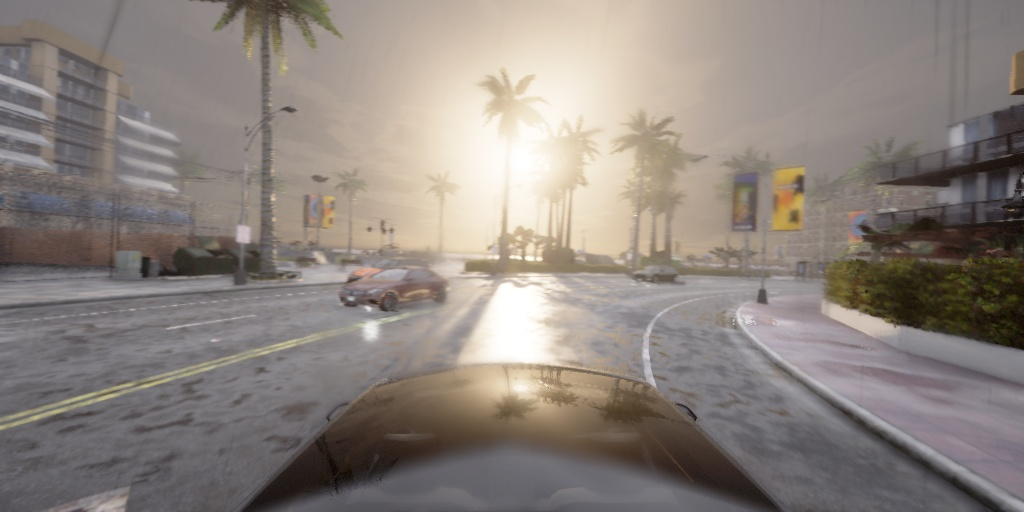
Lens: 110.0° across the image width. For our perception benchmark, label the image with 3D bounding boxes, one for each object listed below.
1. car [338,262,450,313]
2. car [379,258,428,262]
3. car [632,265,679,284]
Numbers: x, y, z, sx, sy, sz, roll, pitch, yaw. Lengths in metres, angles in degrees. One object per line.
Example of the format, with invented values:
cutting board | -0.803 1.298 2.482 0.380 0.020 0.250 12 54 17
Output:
car | -4.100 1.106 13.375 1.812 1.442 4.674 2 0 24
car | -5.806 0.862 17.792 2.097 1.767 4.553 2 0 29
car | 13.371 1.621 33.315 4.553 1.767 2.097 2 0 -32
